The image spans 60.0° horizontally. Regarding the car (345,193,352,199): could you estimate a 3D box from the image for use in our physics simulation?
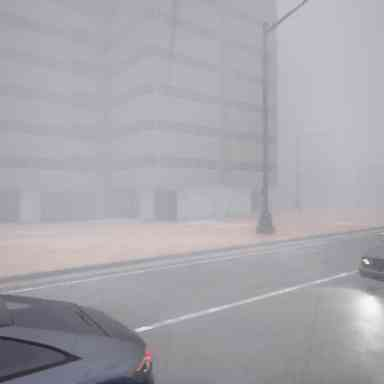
[{"bbox_3d":[41.250,1.109,84.436,2.152,1.636,5.027,0,0,-37],"label":"car"}]

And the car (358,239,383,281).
[{"bbox_3d":[6.514,1.508,8.633,5.357,1.411,2.033,0,0,-35],"label":"car"}]

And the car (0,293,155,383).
[{"bbox_3d":[-2.317,1.567,2.339,4.181,1.385,1.994,0,0,-36],"label":"car"}]

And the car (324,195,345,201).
[{"bbox_3d":[34.129,1.514,80.437,1.970,1.475,3.806,0,-1,-37],"label":"car"}]
